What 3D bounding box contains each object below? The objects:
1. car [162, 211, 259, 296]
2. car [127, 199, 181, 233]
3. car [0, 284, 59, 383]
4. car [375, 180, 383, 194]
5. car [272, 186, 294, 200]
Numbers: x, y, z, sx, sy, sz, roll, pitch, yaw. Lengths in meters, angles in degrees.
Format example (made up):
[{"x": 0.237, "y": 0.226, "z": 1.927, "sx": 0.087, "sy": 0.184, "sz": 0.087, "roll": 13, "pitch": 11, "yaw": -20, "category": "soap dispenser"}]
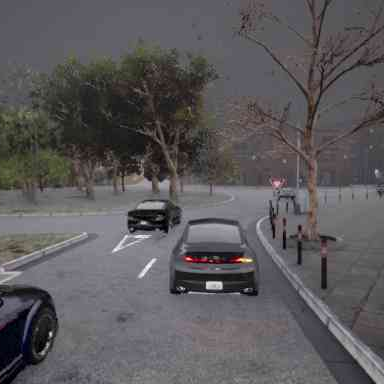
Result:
[{"x": 0.540, "y": 1.410, "z": 8.481, "sx": 1.837, "sy": 1.490, "sz": 4.892, "roll": 0, "pitch": 1, "yaw": 3, "category": "car"}, {"x": -1.776, "y": 1.113, "z": 17.161, "sx": 1.882, "sy": 1.535, "sz": 5.008, "roll": 0, "pitch": 3, "yaw": 8, "category": "car"}, {"x": -2.954, "y": 1.546, "z": 3.121, "sx": 1.994, "sy": 1.385, "sz": 4.181, "roll": 0, "pitch": 1, "yaw": 2, "category": "car"}, {"x": 26.558, "y": -0.416, "z": 43.718, "sx": 4.902, "sy": 1.511, "sz": 2.128, "roll": -1, "pitch": 4, "yaw": -20, "category": "car"}, {"x": 10.319, "y": 0.066, "z": 37.745, "sx": 2.033, "sy": 1.411, "sz": 5.357, "roll": 0, "pitch": 3, "yaw": 6, "category": "car"}]
